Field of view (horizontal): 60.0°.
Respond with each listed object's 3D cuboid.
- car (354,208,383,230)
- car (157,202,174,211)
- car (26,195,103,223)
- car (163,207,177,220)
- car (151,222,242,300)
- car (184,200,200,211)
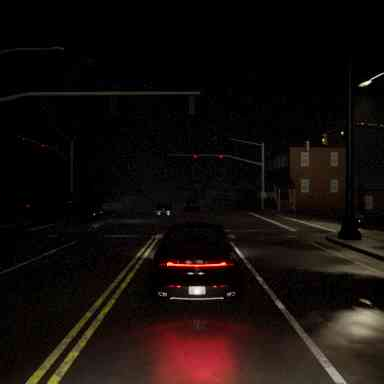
[{"bbox_3d":[16.625,2.400,28.834,5.566,2.045,2.150,9,0,0],"label":"car"},{"bbox_3d":[-3.672,2.056,45.643,2.033,1.411,5.357,0,-4,0],"label":"car"},{"bbox_3d":[-9.693,1.214,25.415,5.566,2.045,2.150,-1,0,1],"label":"car"},{"bbox_3d":[-3.687,3.720,56.244,2.033,1.411,5.357,0,-12,0],"label":"car"},{"bbox_3d":[0.086,1.505,8.346,1.837,1.490,4.892,0,0,0],"label":"car"},{"bbox_3d":[0.002,1.968,46.804,2.097,1.767,4.553,0,-5,0],"label":"car"}]
